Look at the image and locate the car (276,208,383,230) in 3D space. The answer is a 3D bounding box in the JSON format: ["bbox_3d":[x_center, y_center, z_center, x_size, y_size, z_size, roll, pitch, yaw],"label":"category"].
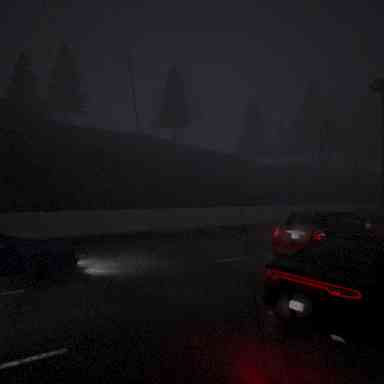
[{"bbox_3d":[4.938,1.407,11.571,4.553,1.767,2.097,0,0,-36],"label":"car"}]

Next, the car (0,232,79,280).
[{"bbox_3d":[-5.735,1.547,8.248,5.357,1.411,2.033,0,0,-35],"label":"car"}]

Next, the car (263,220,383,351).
[{"bbox_3d":[3.526,1.511,6.263,5.008,1.535,1.882,0,0,-36],"label":"car"}]
